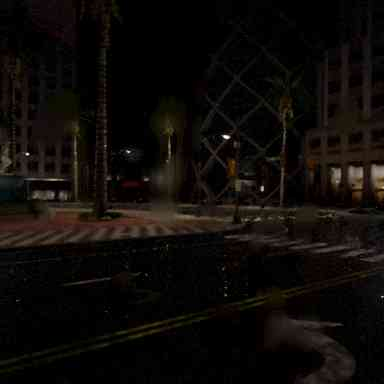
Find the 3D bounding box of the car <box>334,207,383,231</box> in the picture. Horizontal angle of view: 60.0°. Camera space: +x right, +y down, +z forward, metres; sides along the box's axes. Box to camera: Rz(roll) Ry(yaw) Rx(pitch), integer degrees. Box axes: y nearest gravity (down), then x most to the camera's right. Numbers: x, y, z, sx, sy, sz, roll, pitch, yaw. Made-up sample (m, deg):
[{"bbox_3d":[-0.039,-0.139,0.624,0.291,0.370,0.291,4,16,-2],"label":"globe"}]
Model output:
[{"bbox_3d":[12.199,1.812,23.053,1.812,1.442,4.674,1,0,-31],"label":"car"}]
